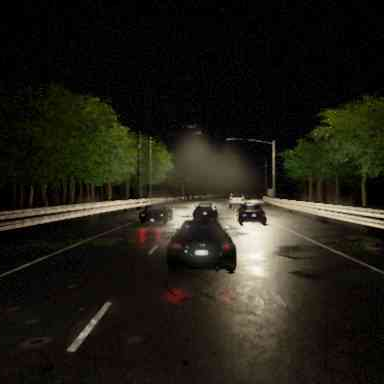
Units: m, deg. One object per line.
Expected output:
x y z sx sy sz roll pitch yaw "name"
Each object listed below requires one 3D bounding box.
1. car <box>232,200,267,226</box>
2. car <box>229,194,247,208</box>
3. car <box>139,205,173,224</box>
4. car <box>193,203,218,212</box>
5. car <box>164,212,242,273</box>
4.223 1.563 23.972 2.033 1.411 5.357 0 0 5 "car"
6.684 1.248 49.353 2.150 2.045 5.566 0 0 8 "car"
-2.551 1.627 24.866 1.895 1.301 4.718 0 0 4 "car"
1.125 1.596 27.240 1.994 1.385 4.181 0 0 4 "car"
0.309 1.578 10.801 1.994 1.385 4.181 0 0 2 "car"
